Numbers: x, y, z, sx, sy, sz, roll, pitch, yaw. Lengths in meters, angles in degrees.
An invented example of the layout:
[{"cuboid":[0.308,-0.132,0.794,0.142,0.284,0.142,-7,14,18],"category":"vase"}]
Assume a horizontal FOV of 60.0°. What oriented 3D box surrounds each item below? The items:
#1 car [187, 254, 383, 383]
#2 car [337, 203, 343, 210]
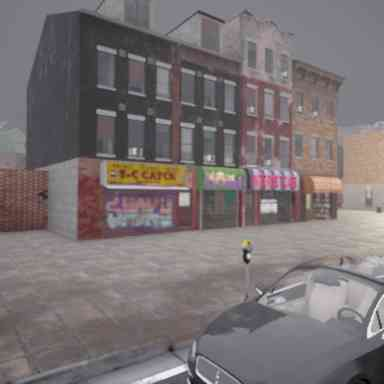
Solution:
[{"cuboid":[1.983,1.563,4.213,4.403,1.369,2.008,0,0,-35],"category":"car"},{"cuboid":[16.348,1.579,41.839,1.895,1.301,4.718,1,0,-36],"category":"car"}]
